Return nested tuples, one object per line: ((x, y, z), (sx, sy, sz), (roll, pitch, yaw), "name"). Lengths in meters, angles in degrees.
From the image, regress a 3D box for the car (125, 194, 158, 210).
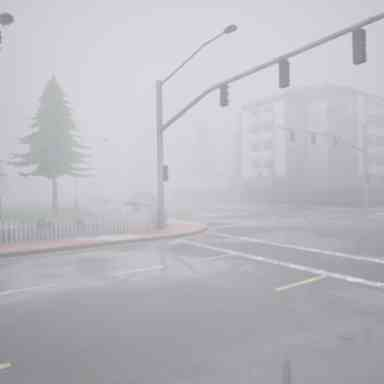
((-5.360, 1.268, 34.248), (1.812, 1.442, 4.674), (-1, 1, -34), "car")

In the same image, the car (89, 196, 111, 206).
((-12.537, 1.301, 45.072), (1.994, 1.385, 4.181), (-1, 1, -36), "car")

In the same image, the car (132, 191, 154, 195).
((-5.843, 0.902, 41.267), (2.150, 2.045, 5.566), (-1, 1, -34), "car")
